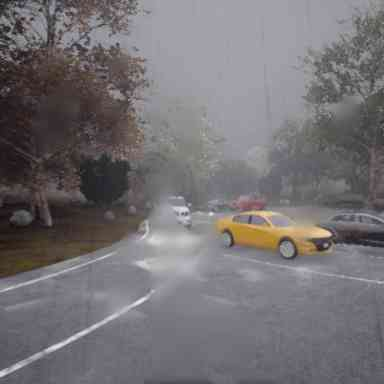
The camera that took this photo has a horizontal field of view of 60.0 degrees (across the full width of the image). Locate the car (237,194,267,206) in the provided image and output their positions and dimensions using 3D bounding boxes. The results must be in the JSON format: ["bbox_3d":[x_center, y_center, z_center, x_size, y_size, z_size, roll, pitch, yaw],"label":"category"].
[{"bbox_3d":[6.651,1.302,39.059,5.566,2.045,2.150,0,-1,-44],"label":"car"}]

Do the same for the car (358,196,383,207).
[{"bbox_3d":[25.006,1.639,43.580,4.892,1.490,1.837,1,0,17],"label":"car"}]

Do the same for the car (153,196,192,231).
[{"bbox_3d":[-1.301,1.276,21.577,2.150,2.045,5.566,0,0,-4],"label":"car"}]

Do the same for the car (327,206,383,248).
[{"bbox_3d":[7.114,1.530,13.213,2.128,1.511,4.902,0,0,-44],"label":"car"}]

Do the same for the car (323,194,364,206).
[{"bbox_3d":[21.772,1.269,47.451,5.566,2.045,2.150,1,0,8],"label":"car"}]

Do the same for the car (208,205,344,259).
[{"bbox_3d":[3.021,1.516,13.139,1.882,1.535,5.008,0,0,-36],"label":"car"}]

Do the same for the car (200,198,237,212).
[{"bbox_3d":[2.975,1.587,39.468,1.837,1.490,4.892,0,0,40],"label":"car"}]
